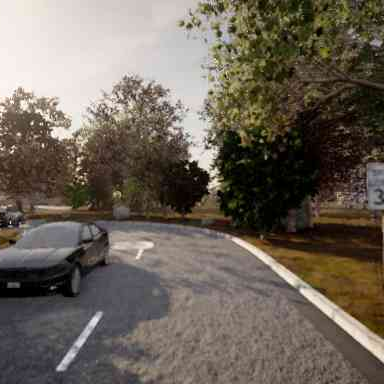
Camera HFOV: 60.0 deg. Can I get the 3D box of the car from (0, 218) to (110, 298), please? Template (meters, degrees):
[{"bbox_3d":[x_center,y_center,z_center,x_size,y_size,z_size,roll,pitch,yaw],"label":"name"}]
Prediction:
[{"bbox_3d":[-3.527,1.538,8.920,1.882,1.535,5.008,-1,0,-2],"label":"car"}]

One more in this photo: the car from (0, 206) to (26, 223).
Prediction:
[{"bbox_3d":[-14.022,1.615,23.112,4.553,1.767,2.097,0,-1,4],"label":"car"}]
